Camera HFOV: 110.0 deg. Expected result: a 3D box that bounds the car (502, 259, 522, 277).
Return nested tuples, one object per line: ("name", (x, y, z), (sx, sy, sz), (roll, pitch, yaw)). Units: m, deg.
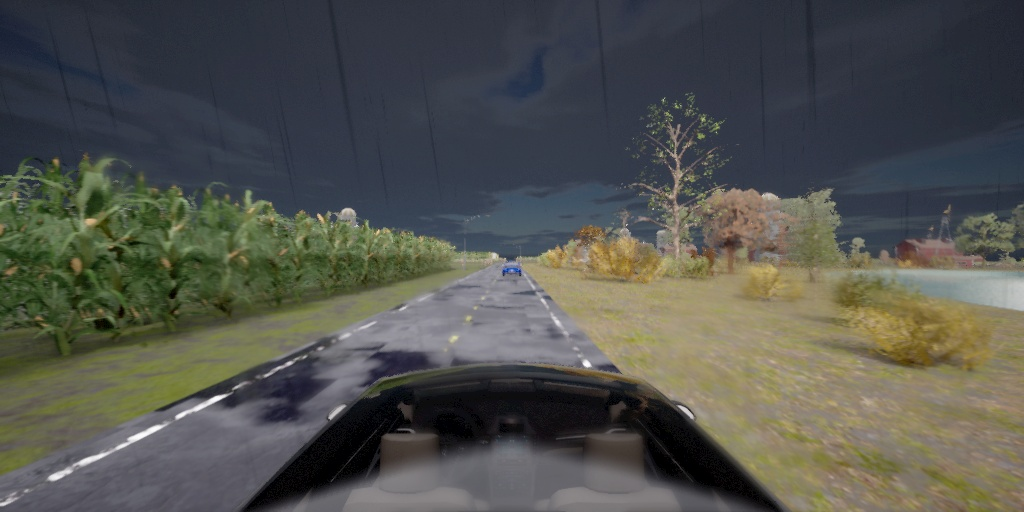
("car", (0.001, 1.262, 35.883), (1.882, 1.535, 5.008), (0, -1, 0))
